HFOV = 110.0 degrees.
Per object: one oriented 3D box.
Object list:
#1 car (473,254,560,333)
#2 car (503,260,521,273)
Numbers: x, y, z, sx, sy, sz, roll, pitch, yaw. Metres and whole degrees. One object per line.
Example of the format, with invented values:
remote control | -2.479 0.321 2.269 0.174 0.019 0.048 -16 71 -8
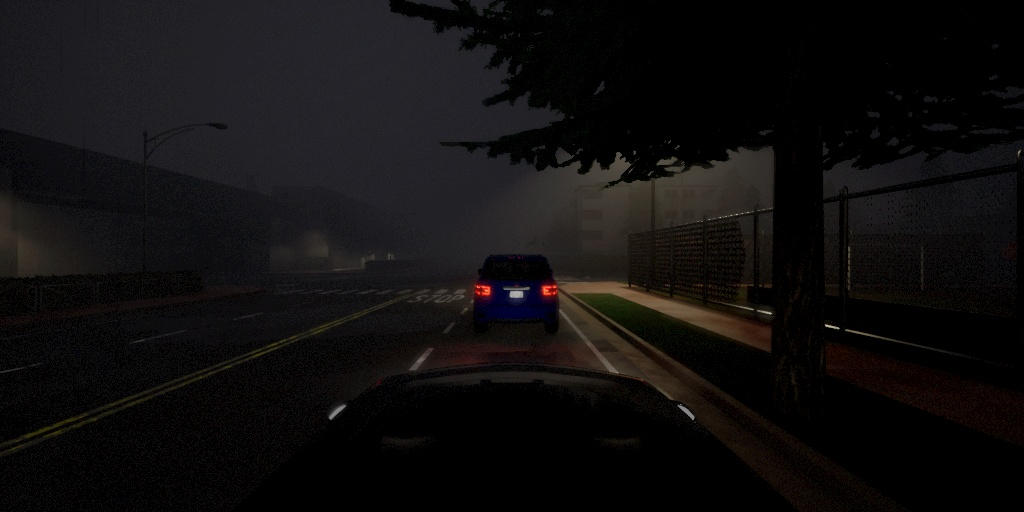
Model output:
car | 0.111 0.972 10.889 2.150 2.045 5.566 0 0 0
car | 0.005 1.241 45.745 2.128 1.511 4.902 0 0 0
